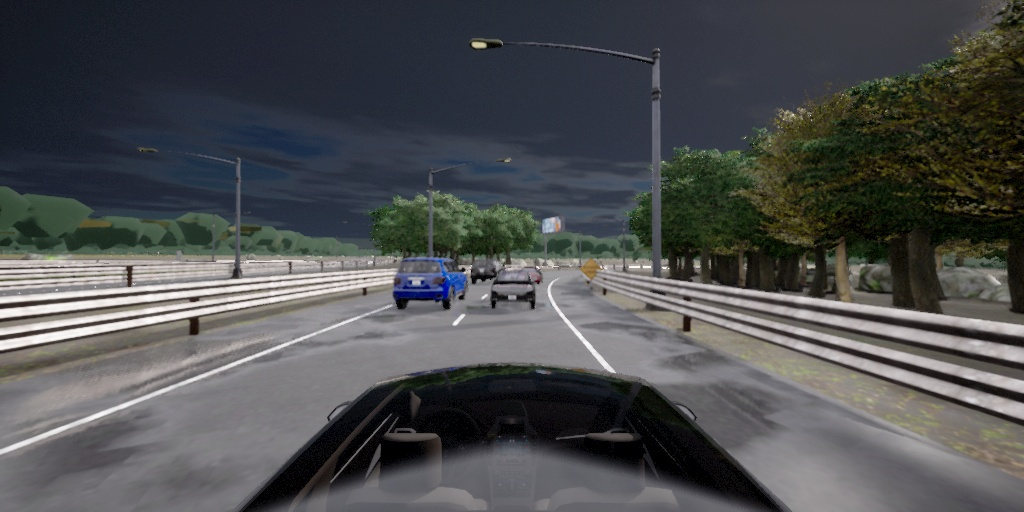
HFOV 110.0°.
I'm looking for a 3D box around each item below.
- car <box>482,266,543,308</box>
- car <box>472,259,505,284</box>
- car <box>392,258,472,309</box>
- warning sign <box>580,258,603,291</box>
[{"bbox_3d":[0.124,1.378,15.951,2.128,1.511,4.902,0,0,3],"label":"car"},{"bbox_3d":[-1.929,1.285,30.537,2.150,2.045,5.566,0,-1,9],"label":"car"},{"bbox_3d":[-3.395,1.102,15.814,2.150,2.045,5.566,0,0,2],"label":"car"},{"bbox_3d":[4.627,1.053,20.896,1.300,1.860,1.060,0,0,5],"label":"warning sign"}]
